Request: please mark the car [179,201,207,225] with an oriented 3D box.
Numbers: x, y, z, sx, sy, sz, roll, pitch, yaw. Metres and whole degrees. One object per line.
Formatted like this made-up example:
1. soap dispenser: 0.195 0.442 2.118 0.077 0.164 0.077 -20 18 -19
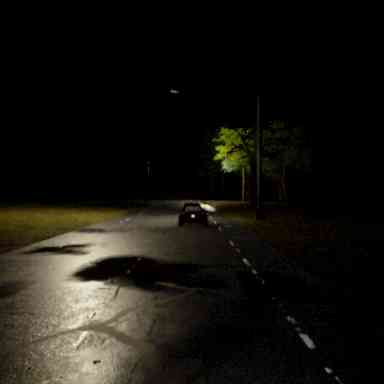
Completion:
1. car: 0.068 1.562 23.912 1.994 1.385 4.181 0 0 0
